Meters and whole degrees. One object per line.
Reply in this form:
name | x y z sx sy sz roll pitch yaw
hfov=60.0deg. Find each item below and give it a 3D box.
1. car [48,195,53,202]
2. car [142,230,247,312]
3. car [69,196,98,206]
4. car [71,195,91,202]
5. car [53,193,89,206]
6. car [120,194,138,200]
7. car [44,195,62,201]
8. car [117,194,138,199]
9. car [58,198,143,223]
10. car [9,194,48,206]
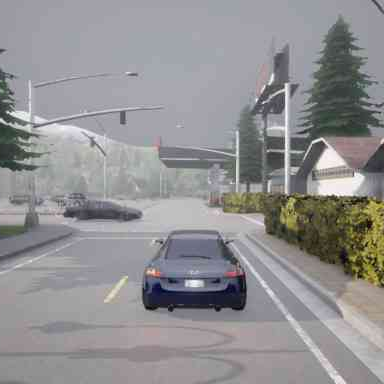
car | -24.021 1.298 62.084 4.514 1.523 2.007 0 0 -1
car | 0.059 1.564 7.798 1.994 1.385 4.181 0 0 1
car | -16.180 1.361 49.711 3.806 1.475 1.970 0 0 -1
car | -24.037 1.320 72.076 3.633 1.501 1.845 0 0 -1
car | -16.772 1.077 46.383 3.866 1.878 1.905 0 0 -1
car | -16.503 1.339 87.104 4.514 1.523 2.007 0 0 -1
car | -35.099 1.384 84.005 3.806 1.475 1.970 0 0 -1
car | -16.433 1.330 83.967 5.027 1.636 2.152 0 0 -1
car | -6.264 1.378 23.690 5.357 1.411 2.033 1 0 0
car | -24.659 1.097 49.623 4.605 1.855 1.932 0 0 -1
